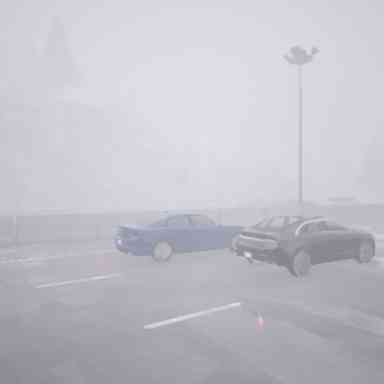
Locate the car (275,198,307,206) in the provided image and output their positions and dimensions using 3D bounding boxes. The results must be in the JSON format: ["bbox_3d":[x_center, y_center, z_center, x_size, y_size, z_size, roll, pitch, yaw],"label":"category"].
[{"bbox_3d":[11.335,1.421,34.183,4.718,1.301,1.895,0,0,-24],"label":"car"}]

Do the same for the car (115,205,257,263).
[{"bbox_3d":[-0.206,1.420,11.858,5.008,1.535,1.882,0,0,-33],"label":"car"}]

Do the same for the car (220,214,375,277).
[{"bbox_3d":[3.544,1.438,10.052,4.902,1.511,2.128,0,0,-32],"label":"car"}]

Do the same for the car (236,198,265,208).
[{"bbox_3d":[7.635,1.397,40.181,4.718,1.301,1.895,0,0,-25],"label":"car"}]

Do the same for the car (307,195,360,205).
[{"bbox_3d":[13.623,1.183,31.331,4.553,1.767,2.097,0,0,-24],"label":"car"}]

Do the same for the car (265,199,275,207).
[{"bbox_3d":[10.866,1.367,37.769,4.181,1.385,1.994,0,0,-24],"label":"car"}]
